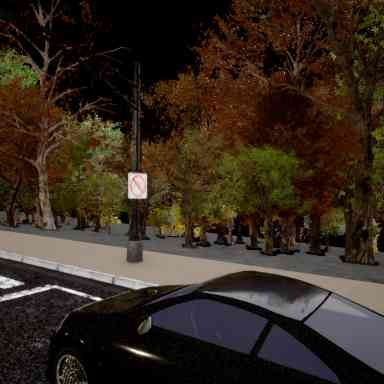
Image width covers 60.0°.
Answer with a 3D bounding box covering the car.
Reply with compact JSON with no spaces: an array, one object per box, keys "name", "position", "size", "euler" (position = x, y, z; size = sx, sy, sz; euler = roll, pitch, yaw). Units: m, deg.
[{"name":"car","position":[0.382,1.564,3.414],"size":[4.181,1.385,1.994],"euler":[0,0,36]}]
